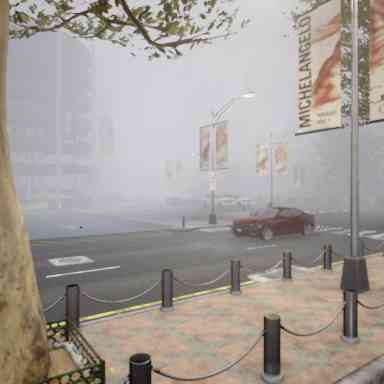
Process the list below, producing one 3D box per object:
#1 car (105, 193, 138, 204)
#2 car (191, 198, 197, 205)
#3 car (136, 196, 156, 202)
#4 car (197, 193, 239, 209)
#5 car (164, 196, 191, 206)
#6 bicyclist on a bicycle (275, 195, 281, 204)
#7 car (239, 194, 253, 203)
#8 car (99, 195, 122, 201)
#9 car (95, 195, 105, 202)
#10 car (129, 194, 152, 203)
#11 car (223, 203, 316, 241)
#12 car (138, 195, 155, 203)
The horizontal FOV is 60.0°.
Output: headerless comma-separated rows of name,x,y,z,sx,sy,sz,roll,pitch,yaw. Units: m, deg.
car,-13.995,1.222,65.985,5.566,2.045,2.150,0,0,31
car,0.173,1.599,57.231,1.895,1.301,4.718,0,0,-37
car,-10.504,1.550,76.142,4.181,1.385,1.994,0,0,26
car,3.562,1.220,46.556,2.150,2.045,5.566,0,0,-35
car,-2.747,1.498,55.268,1.837,1.490,4.892,0,2,-37
bicyclist on a bicycle,15.726,1.298,60.483,1.656,1.620,0.582,0,0,-36
car,6.417,1.220,48.581,2.150,2.045,5.566,0,0,-35
car,-19.528,1.416,79.666,5.008,1.535,1.882,0,0,12
car,-20.492,1.448,76.302,4.892,1.490,1.837,0,0,12
car,-11.251,1.353,72.586,4.553,1.767,2.097,0,0,26
car,4.175,1.477,16.753,5.008,1.535,1.882,0,0,-37
car,-10.423,1.599,67.935,4.718,1.301,1.895,0,0,35
